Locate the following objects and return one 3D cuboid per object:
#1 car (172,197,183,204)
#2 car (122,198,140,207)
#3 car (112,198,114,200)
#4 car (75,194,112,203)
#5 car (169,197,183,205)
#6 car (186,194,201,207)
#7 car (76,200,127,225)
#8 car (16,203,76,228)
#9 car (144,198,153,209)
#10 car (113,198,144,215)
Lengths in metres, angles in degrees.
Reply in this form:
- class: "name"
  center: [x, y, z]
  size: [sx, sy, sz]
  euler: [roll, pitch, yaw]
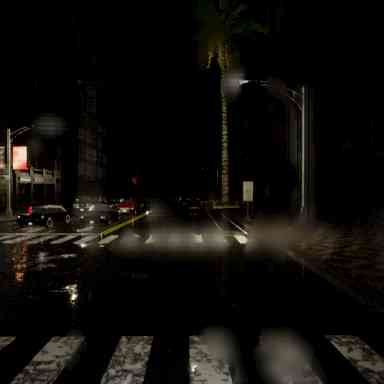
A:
- class: "car"
  center: [-2.885, 1.633, 67.682]
  size: [1.994, 1.385, 4.181]
  euler: [0, 0, 0]
- class: "car"
  center: [-9.590, 1.636, 52.283]
  size: [1.895, 1.301, 4.718]
  euler: [0, 0, 1]
- class: "car"
  center: [-9.667, 1.511, 42.154]
  size: [2.128, 1.511, 4.902]
  euler: [0, 0, 1]
- class: "car"
  center: [-9.715, 1.231, 32.134]
  size: [2.150, 2.045, 5.566]
  euler: [0, 0, 0]
- class: "car"
  center: [-2.926, 1.611, 57.724]
  size: [1.994, 1.385, 4.181]
  euler: [0, 0, 1]
- class: "car"
  center: [0.218, 1.260, 53.431]
  size: [2.150, 2.045, 5.566]
  euler: [0, 0, 0]
- class: "car"
  center: [-6.500, 1.553, 24.179]
  size: [2.033, 1.411, 5.357]
  euler: [0, 0, 0]
- class: "car"
  center: [-9.771, 1.606, 22.376]
  size: [1.895, 1.301, 4.718]
  euler: [0, 0, 1]
- class: "car"
  center: [-6.404, 1.528, 44.566]
  size: [1.837, 1.490, 4.892]
  euler: [0, 0, 0]
- class: "car"
  center: [-6.453, 1.537, 34.136]
  size: [1.812, 1.442, 4.674]
  euler: [0, 0, 0]
